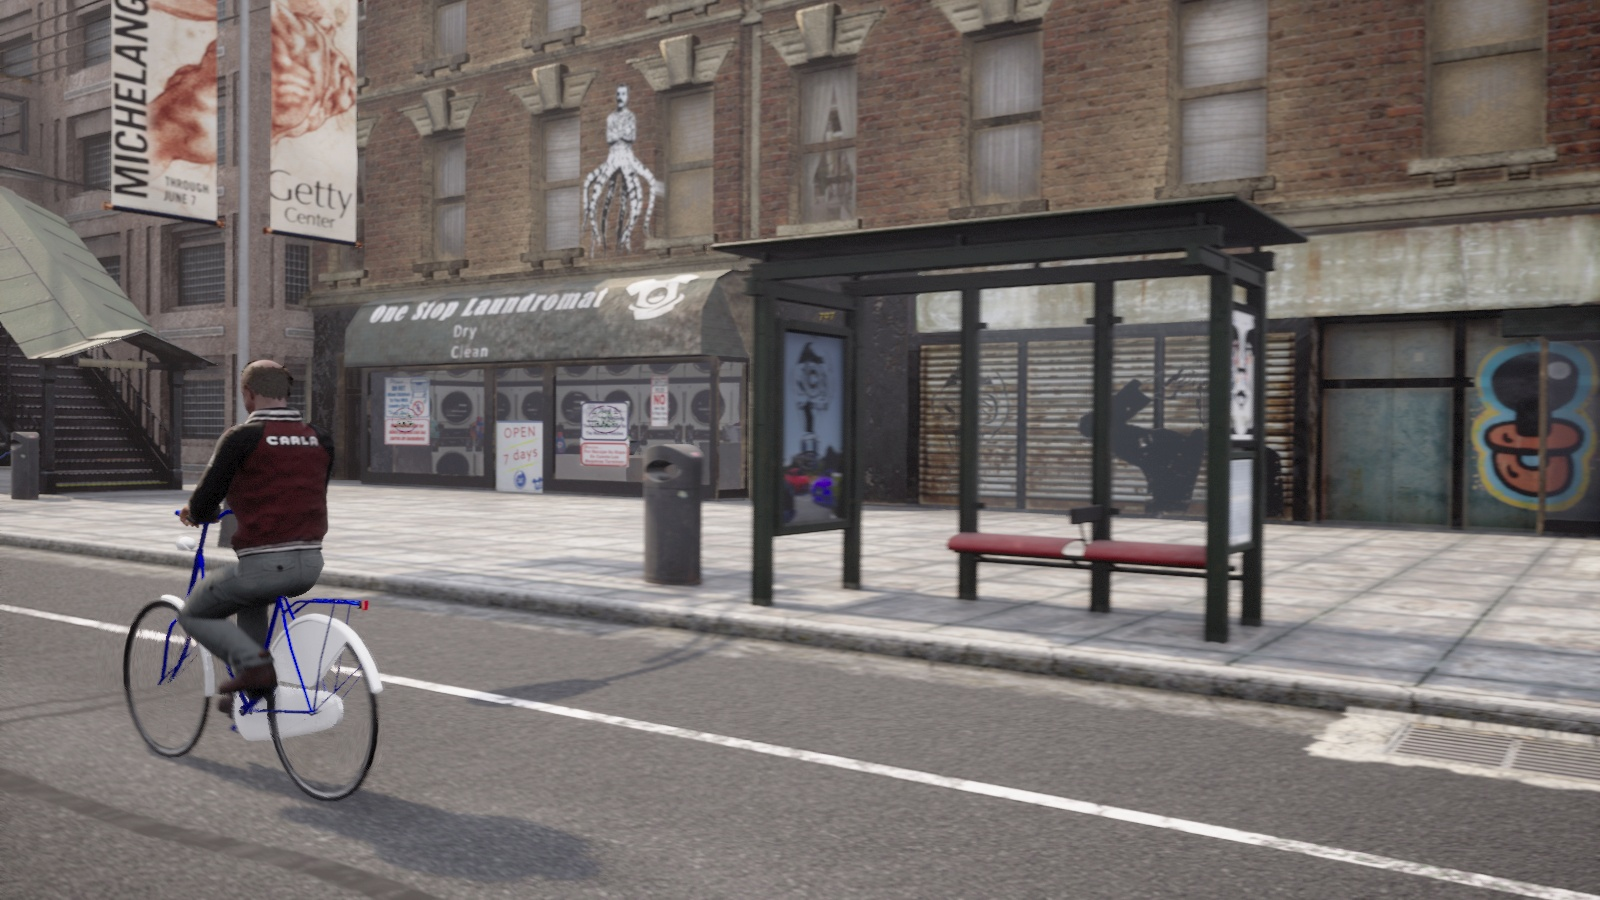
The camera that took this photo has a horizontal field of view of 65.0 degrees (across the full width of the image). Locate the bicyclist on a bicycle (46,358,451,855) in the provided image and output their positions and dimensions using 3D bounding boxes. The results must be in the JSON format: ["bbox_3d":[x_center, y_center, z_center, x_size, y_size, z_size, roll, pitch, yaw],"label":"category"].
[{"bbox_3d":[-2.352,0.552,5.267,1.843,1.776,0.659,0,1,34],"label":"bicyclist on a bicycle"}]
